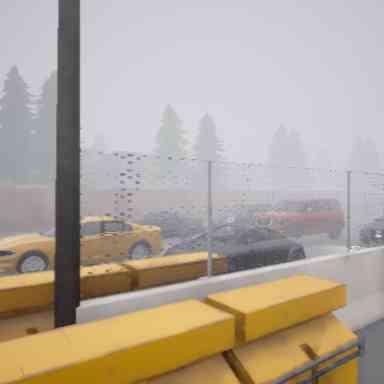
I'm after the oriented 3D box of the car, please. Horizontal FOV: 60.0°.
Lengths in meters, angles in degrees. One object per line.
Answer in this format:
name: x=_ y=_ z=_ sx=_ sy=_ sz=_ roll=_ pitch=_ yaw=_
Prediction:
car: x=-3.302 y=1.508 z=10.228 sx=5.008 sy=1.535 sz=1.882 roll=0 pitch=0 yaw=-36
